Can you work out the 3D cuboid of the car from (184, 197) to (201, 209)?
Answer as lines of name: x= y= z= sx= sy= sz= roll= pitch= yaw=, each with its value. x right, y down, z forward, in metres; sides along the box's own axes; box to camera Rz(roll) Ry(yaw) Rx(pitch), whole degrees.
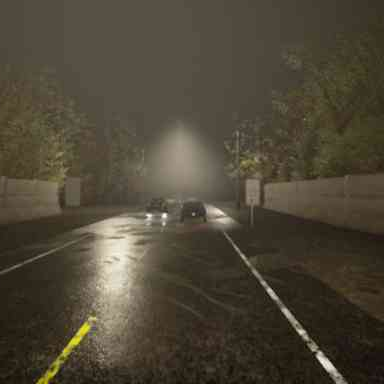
car: x=0.093 y=1.413 z=43.259 sx=2.033 sy=1.411 sz=5.357 roll=0 pitch=0 yaw=0

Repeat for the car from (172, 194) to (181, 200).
car: x=-3.478 y=1.109 z=75.684 sx=1.882 sy=1.535 sz=5.008 roll=0 pitch=0 yaw=0

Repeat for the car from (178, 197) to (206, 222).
car: x=0.102 y=1.397 z=25.878 sx=1.882 sy=1.535 sz=5.008 roll=-1 pitch=0 yaw=0

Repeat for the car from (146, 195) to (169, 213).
car: x=-3.582 y=1.241 z=35.097 sx=2.097 sy=1.767 sz=4.553 roll=0 pitch=1 yaw=0
